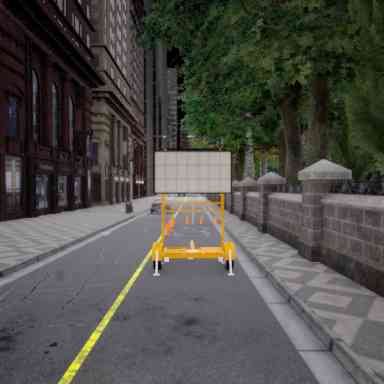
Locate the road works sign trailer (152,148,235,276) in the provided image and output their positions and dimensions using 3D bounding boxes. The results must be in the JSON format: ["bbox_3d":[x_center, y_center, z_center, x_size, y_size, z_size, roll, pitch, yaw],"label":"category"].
[{"bbox_3d":[0.026,0.453,10.327,2.380,3.560,2.880,0,0,-1],"label":"road works sign trailer"}]

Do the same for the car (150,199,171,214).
[{"bbox_3d":[-3.129,1.446,33.678,1.812,1.442,4.674,0,0,0],"label":"car"}]
